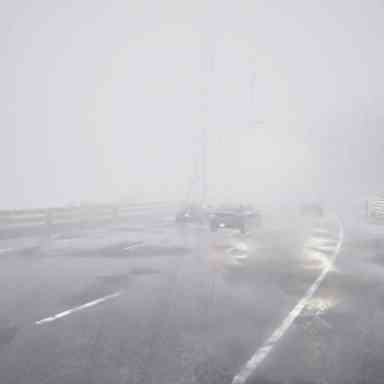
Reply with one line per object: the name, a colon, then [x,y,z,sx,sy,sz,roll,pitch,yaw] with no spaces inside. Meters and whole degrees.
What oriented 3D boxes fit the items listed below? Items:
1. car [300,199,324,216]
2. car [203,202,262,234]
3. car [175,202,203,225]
car: [10.739,1.328,29.814,1.812,1.442,4.674,0,1,19]
car: [2.561,1.361,18.521,1.837,1.490,4.892,1,0,26]
car: [0.522,1.378,22.456,1.994,1.385,4.181,1,1,24]
